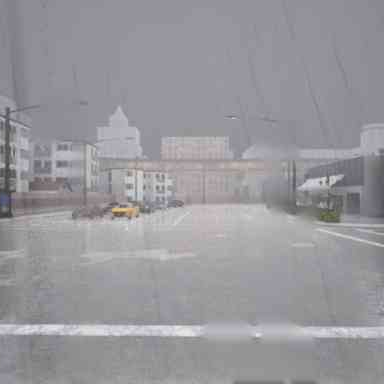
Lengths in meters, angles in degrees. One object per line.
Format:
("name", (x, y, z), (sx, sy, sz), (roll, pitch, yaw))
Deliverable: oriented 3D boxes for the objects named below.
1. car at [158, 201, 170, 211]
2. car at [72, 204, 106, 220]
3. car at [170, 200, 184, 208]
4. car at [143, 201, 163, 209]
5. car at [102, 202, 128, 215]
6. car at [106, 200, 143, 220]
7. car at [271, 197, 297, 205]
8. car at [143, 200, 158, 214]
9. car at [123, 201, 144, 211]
("car", (-5.233, 2.182, 51.530), (1.895, 1.301, 4.718), (0, -1, 7))
("car", (-10.022, 1.864, 32.421), (1.812, 1.442, 4.674), (0, -1, 3))
("car", (-2.985, 2.212, 61.483), (1.837, 1.490, 4.892), (0, -1, 22))
("car", (-7.066, 2.297, 60.562), (1.895, 1.301, 4.718), (0, -1, 18))
("car", (-9.563, 1.979, 41.510), (1.812, 1.442, 4.674), (0, -1, 5))
("car", (-6.506, 1.819, 32.653), (1.882, 1.535, 5.008), (0, -1, 3))
("car", (19.171, 2.037, 69.638), (5.566, 2.045, 2.150), (0, -1, -19))
("car", (-6.010, 1.807, 41.623), (2.097, 1.767, 4.553), (0, -1, 4))
("car", (-8.831, 2.073, 50.515), (1.837, 1.490, 4.892), (0, -1, 6))
